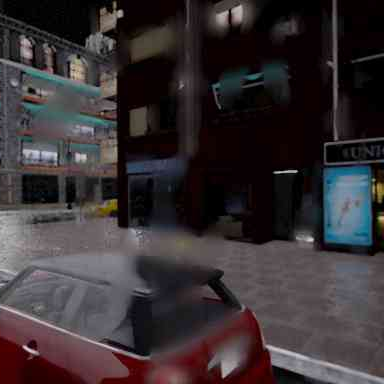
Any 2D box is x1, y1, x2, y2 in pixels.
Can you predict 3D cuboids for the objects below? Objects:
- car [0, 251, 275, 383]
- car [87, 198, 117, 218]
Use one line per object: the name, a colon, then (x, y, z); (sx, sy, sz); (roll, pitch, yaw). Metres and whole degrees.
car: (-1.269, 1.421, 3.854); (4.097, 1.590, 1.967); (0, -1, 36)
car: (-5.557, 1.160, 25.205); (1.752, 1.417, 4.829); (0, 0, 36)
